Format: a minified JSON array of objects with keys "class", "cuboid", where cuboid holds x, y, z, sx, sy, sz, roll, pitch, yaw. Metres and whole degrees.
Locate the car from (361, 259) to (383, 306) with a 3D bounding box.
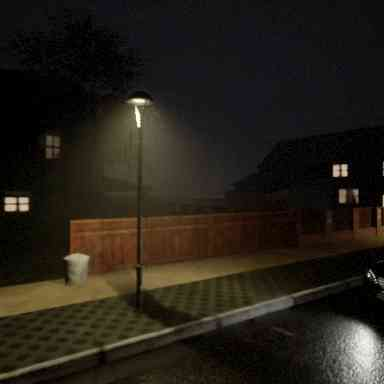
[{"class":"car","cuboid":[5.451,1.572,6.967,4.674,1.442,1.812,1,0,-36]}]
